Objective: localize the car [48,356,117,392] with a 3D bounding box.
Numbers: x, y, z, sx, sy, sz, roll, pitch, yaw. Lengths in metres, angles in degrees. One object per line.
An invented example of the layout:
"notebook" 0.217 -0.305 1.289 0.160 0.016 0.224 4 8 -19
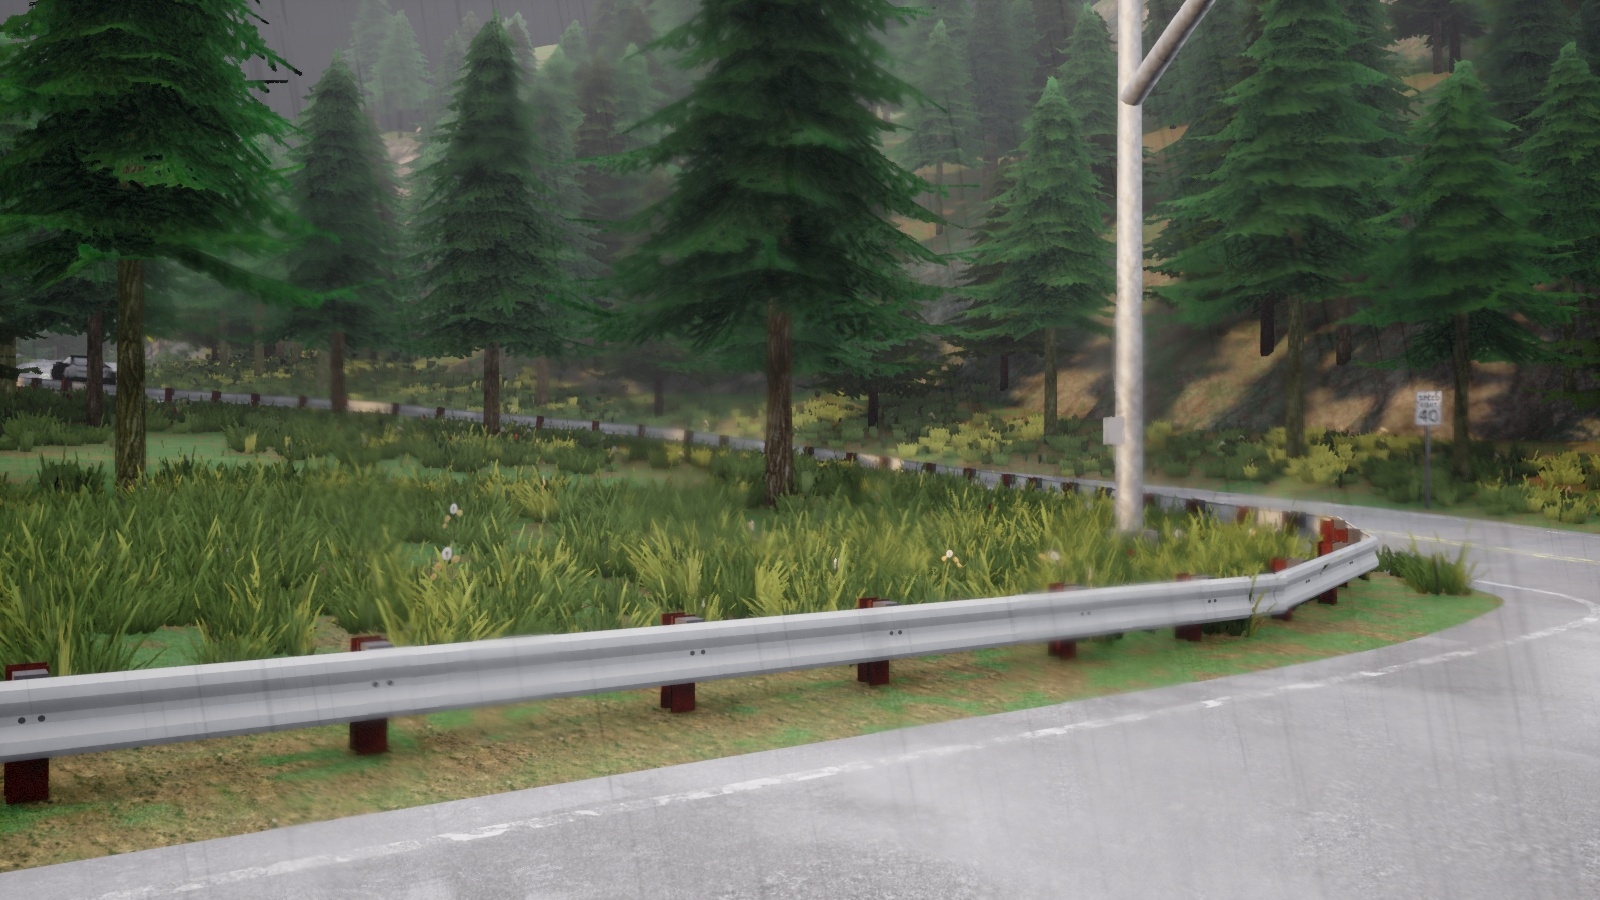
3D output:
"car" -31.529 -3.345 55.139 1.994 1.385 4.181 0 5 -39
